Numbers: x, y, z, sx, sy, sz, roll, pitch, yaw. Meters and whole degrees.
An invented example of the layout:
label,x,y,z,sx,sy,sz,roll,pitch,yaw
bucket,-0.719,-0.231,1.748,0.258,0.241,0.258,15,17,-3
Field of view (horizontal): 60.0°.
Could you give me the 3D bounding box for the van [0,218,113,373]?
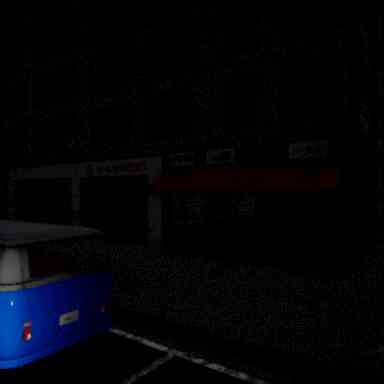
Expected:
label,x,y,z,sx,sy,sz,roll,pitch,yaw
van,-3.052,1.350,5.279,3.998,1.788,1.690,0,0,36
